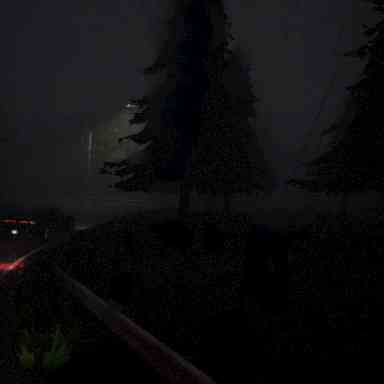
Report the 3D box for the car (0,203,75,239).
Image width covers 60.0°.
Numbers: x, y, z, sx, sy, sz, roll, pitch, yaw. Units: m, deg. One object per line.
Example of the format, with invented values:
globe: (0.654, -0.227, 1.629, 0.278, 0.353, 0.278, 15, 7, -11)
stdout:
car: (-7.401, 1.409, 16.491, 1.837, 1.490, 4.892, 4, 1, 2)
